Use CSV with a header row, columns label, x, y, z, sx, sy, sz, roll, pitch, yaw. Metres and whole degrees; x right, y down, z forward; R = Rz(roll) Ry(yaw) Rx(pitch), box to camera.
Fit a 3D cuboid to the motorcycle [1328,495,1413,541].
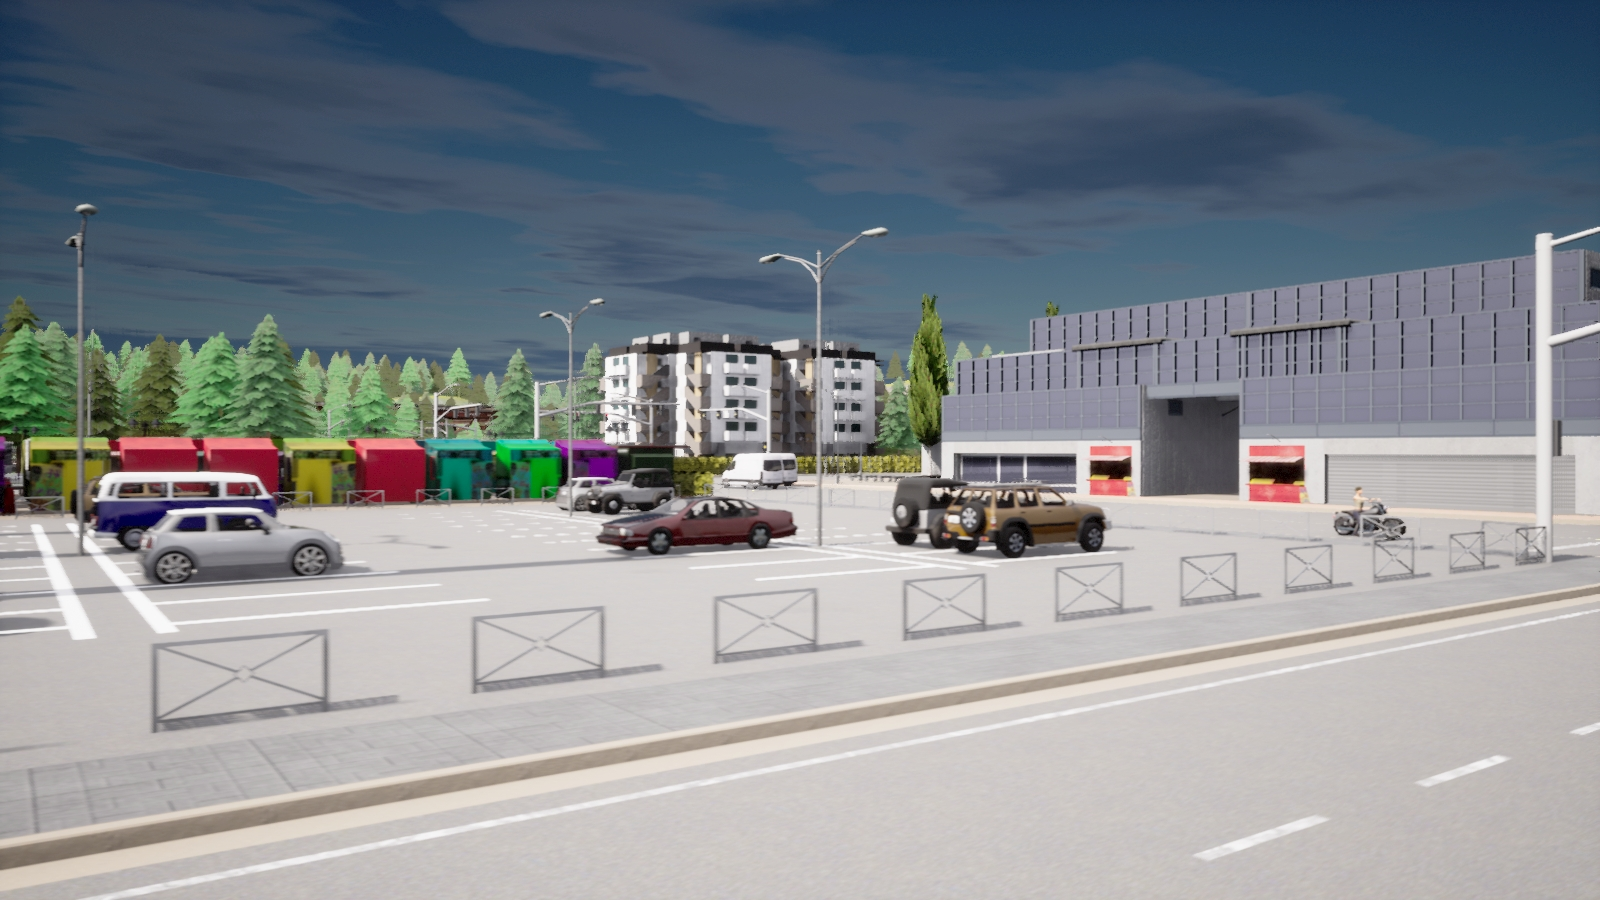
label,x,y,z,sx,sy,sz,roll,pitch,yaw
motorcycle,18.202,2.152,36.536,0.764,1.307,2.356,0,0,-34
